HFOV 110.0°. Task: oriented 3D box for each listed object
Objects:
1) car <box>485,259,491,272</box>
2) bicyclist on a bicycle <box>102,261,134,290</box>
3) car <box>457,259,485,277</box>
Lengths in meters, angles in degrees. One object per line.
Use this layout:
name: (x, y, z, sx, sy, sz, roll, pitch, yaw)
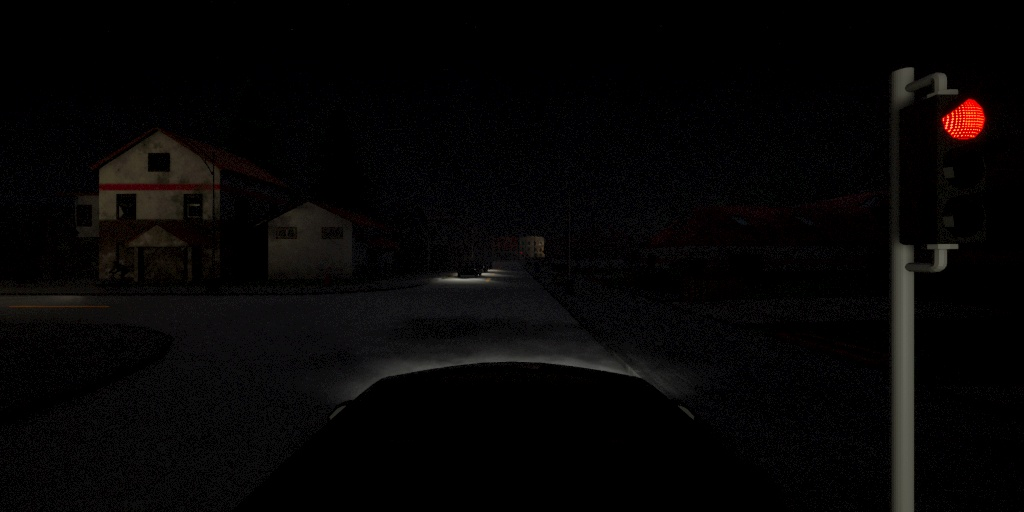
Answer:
car: (-4.094, 1.227, 44.968, 1.882, 1.535, 5.008, 0, 0, 0)
bicyclist on a bicycle: (-22.540, 1.099, 20.531, 0.582, 1.620, 1.656, 0, 0, 0)
car: (-4.115, 1.227, 35.314, 1.882, 1.535, 5.008, 0, 0, 2)
